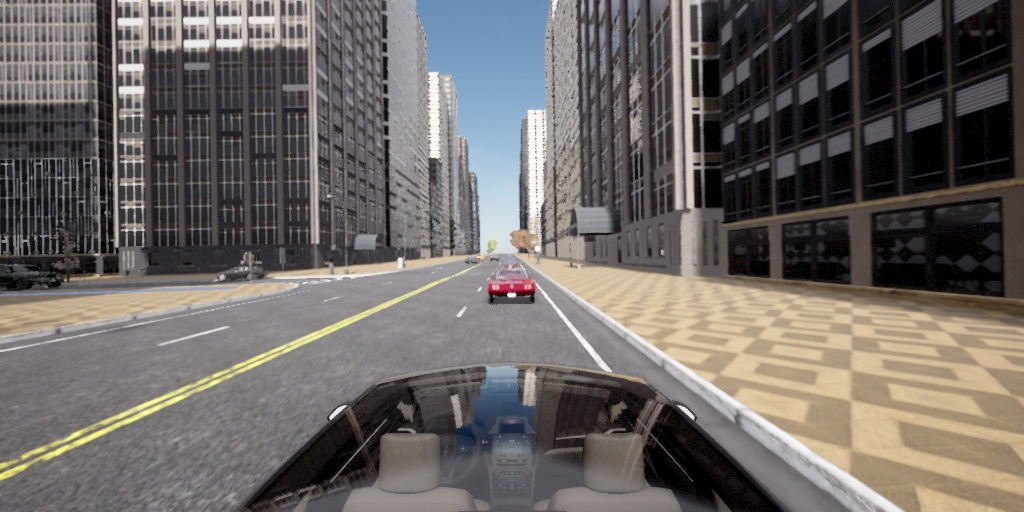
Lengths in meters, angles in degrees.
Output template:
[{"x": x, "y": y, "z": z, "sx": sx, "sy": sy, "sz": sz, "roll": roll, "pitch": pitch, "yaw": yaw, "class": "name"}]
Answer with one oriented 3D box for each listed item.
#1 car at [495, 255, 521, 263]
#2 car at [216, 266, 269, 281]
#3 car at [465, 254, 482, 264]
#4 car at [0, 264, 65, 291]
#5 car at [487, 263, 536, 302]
[{"x": -0.153, "y": 0.920, "z": 32.843, "sx": 2.033, "sy": 1.411, "sz": 5.357, "roll": -2, "pitch": 1, "yaw": 0, "class": "car"}, {"x": -25.868, "y": 1.644, "z": 34.484, "sx": 4.403, "sy": 1.370, "sz": 2.007, "roll": 0, "pitch": 0, "yaw": -1, "class": "car"}, {"x": -6.917, "y": 0.671, "z": 61.238, "sx": 2.033, "sy": 1.411, "sz": 5.357, "roll": -1, "pitch": 1, "yaw": 0, "class": "car"}, {"x": -39.121, "y": 1.676, "z": 28.336, "sx": 5.566, "sy": 2.045, "sz": 2.150, "roll": -2, "pitch": 0, "yaw": -1, "class": "car"}, {"x": -0.012, "y": 1.173, "z": 15.767, "sx": 1.895, "sy": 1.301, "sz": 4.718, "roll": -1, "pitch": 1, "yaw": 0, "class": "car"}]
